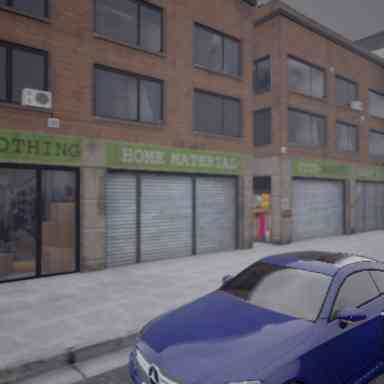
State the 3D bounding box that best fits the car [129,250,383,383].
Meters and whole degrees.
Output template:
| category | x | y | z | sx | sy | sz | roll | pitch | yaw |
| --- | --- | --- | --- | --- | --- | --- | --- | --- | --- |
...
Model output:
| category | x | y | z | sx | sy | sz | roll | pitch | yaw |
| --- | --- | --- | --- | --- | --- | --- | --- | --- | --- |
| car | 1.488 | 1.569 | 4.360 | 4.674 | 1.442 | 1.812 | 0 | -1 | -37 |
